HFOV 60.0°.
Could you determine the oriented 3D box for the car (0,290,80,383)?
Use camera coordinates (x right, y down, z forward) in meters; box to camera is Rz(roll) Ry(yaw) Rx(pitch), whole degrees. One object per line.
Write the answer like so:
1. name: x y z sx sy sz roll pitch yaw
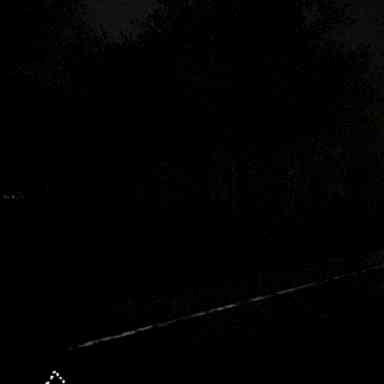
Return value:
1. car: -3.347 1.220 1.361 5.566 2.045 2.150 0 0 -35
